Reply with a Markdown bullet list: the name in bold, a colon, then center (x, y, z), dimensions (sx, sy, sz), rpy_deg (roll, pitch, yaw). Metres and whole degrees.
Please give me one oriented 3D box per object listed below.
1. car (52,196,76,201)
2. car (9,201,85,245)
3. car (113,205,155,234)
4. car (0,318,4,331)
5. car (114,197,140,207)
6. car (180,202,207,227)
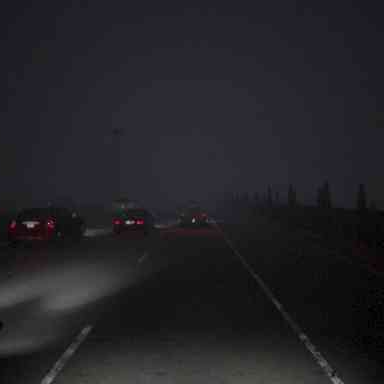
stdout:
- **car**: center (-17.515, 1.610, 45.145), dimensions (2.150, 2.045, 5.566), rpy_deg (0, -1, 0)
- **car**: center (-6.895, 1.487, 16.345), dimensions (2.097, 1.767, 4.553), rpy_deg (0, 0, 0)
- **car**: center (-3.394, 1.716, 20.221), dimensions (2.033, 1.411, 5.357), rpy_deg (0, -1, 0)
- **car**: center (-3.398, 1.619, 2.226), dimensions (1.895, 1.301, 4.718), rpy_deg (0, 0, 0)
- **car**: center (-6.890, 1.525, 35.761), dimensions (2.150, 2.045, 5.566), rpy_deg (0, 0, 0)
- **car**: center (0.108, 1.733, 24.659), dimensions (1.812, 1.442, 4.674), rpy_deg (0, -1, 0)
